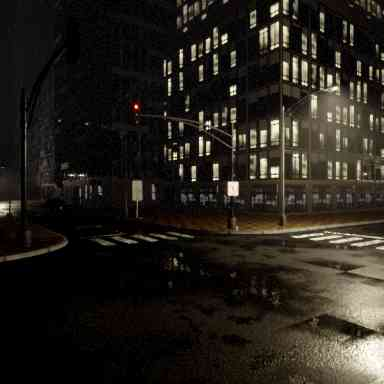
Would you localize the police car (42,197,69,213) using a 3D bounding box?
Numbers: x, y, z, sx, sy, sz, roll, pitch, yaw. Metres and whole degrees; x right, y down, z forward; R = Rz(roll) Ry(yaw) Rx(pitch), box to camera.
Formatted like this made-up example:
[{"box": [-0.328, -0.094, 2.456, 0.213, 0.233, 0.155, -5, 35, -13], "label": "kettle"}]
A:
[{"box": [-15.123, 1.421, 36.659, 1.930, 1.638, 5.238, 0, 0, -35], "label": "police car"}]
